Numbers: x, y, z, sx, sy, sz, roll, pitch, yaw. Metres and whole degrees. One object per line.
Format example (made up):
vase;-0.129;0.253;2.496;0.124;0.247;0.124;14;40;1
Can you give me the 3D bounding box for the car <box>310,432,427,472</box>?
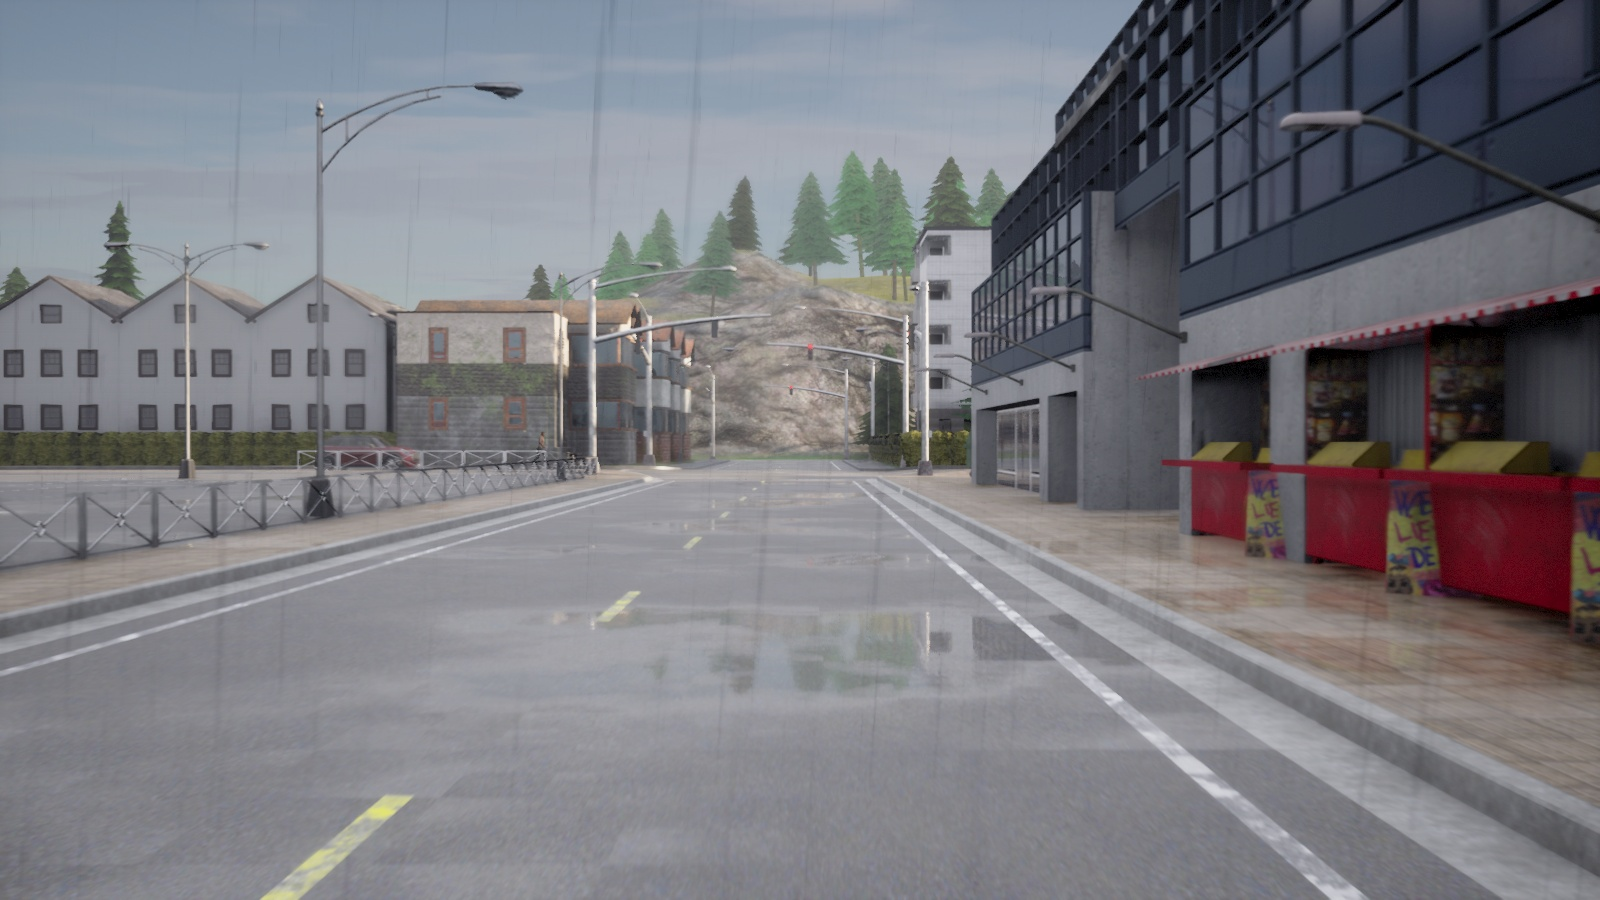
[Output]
car;-19.471;0.093;56.828;4.553;1.767;2.097;0;0;1
